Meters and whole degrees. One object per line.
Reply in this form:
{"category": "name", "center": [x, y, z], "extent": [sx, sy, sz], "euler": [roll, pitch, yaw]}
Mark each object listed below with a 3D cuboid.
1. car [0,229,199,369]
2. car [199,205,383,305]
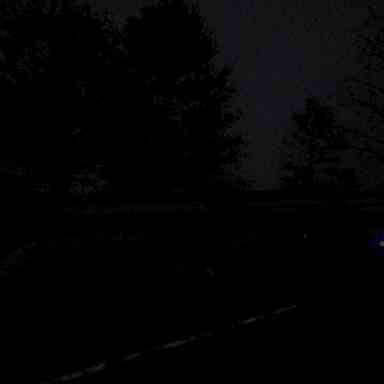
{"category": "car", "center": [-2.164, 1.440, 5.015], "extent": [4.097, 1.590, 1.967], "euler": [0, 0, -36]}
{"category": "car", "center": [2.419, 1.315, 8.287], "extent": [5.009, 1.841, 2.192], "euler": [0, 0, -36]}
